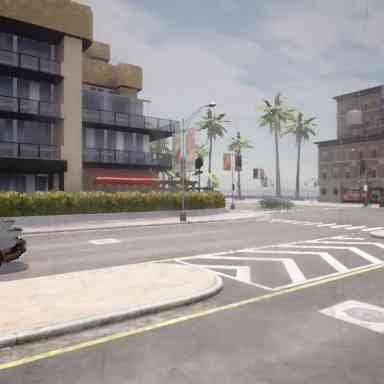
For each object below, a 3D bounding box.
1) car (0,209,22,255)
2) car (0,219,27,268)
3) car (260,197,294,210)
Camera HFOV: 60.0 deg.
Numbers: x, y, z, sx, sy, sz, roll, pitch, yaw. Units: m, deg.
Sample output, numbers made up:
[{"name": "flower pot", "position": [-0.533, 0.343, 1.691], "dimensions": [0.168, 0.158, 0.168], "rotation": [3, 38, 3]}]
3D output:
[{"name": "car", "position": [-8.898, 1.492, 11.773], "dimensions": [4.902, 1.511, 2.128], "rotation": [0, 0, -35]}, {"name": "car", "position": [-7.086, 1.492, 8.770], "dimensions": [4.902, 1.511, 2.128], "rotation": [0, 0, -36]}, {"name": "car", "position": [11.175, 1.505, 43.851], "dimensions": [1.837, 1.490, 4.892], "rotation": [0, 0, -35]}]
